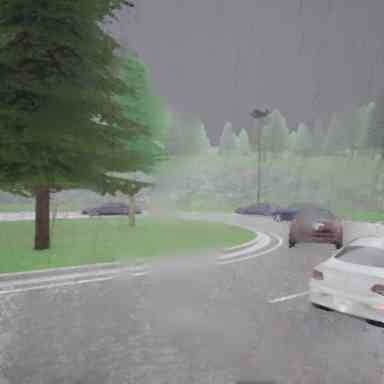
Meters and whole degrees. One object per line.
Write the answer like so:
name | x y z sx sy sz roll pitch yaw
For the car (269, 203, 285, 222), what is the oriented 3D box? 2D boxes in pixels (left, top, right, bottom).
car | 8.278 1.543 25.384 2.097 1.767 4.553 1 0 -22

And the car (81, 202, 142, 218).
car | -7.327 1.561 30.310 5.357 1.411 2.033 1 0 -16

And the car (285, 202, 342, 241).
car | 5.762 1.475 15.392 2.097 1.767 4.553 0 0 23

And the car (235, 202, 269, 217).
car | 6.946 1.750 33.285 5.357 1.411 2.033 1 0 40

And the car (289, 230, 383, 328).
car | 4.143 1.598 6.661 4.674 1.442 1.812 1 0 -39
